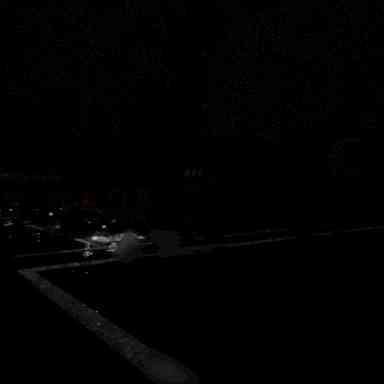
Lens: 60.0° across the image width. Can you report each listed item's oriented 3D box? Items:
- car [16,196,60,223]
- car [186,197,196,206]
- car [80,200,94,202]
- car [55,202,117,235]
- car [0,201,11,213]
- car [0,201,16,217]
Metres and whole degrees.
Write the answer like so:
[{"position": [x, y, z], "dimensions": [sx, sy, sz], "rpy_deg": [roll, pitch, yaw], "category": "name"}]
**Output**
[{"position": [-12.073, 1.303, 26.594], "dimensions": [2.150, 2.045, 5.566], "rpy_deg": [0, -1, -39], "category": "car"}, {"position": [0.689, 1.672, 57.971], "dimensions": [1.970, 1.475, 3.806], "rpy_deg": [0, -1, -39], "category": "car"}, {"position": [-15.156, 1.890, 47.554], "dimensions": [1.882, 1.535, 5.008], "rpy_deg": [0, -1, -39], "category": "car"}, {"position": [-5.991, 1.530, 18.996], "dimensions": [1.812, 1.442, 4.674], "rpy_deg": [1, -1, -39], "category": "car"}, {"position": [-24.815, 1.913, 42.572], "dimensions": [2.033, 1.411, 5.357], "rpy_deg": [0, -1, -38], "category": "car"}, {"position": [-18.445, 1.750, 34.552], "dimensions": [1.812, 1.442, 4.674], "rpy_deg": [0, -1, -39], "category": "car"}]
